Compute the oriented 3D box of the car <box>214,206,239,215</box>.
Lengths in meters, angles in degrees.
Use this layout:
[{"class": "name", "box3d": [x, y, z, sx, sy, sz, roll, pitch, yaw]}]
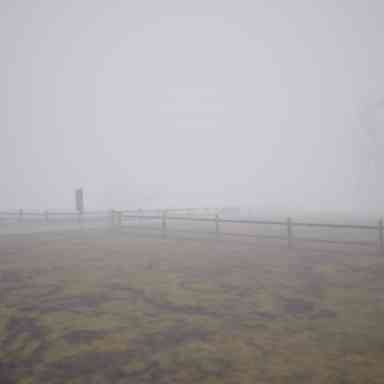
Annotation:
[{"class": "car", "box3d": [5.571, 2.883, 53.120, 2.033, 1.411, 5.357, -2, -3, 36]}]
